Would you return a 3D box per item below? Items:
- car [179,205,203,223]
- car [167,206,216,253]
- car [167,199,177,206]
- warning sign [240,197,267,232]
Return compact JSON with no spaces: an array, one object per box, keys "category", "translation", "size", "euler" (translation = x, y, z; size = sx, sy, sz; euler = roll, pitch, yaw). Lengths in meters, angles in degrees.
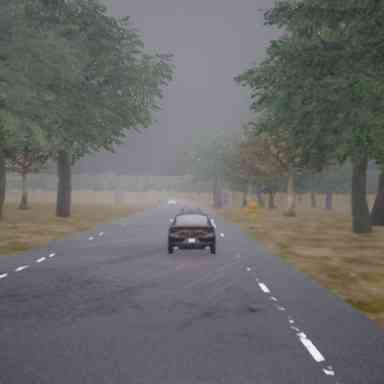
[{"category":"car","translation":[-0.103,1.888,29.138],"size":[1.895,1.301,4.718],"euler":[0,-1,0]},{"category":"car","translation":[-0.010,1.617,14.512],"size":[1.882,1.535,5.008],"euler":[0,0,0]},{"category":"car","translation":[-4.275,2.318,71.633],"size":[1.812,1.442,4.674],"euler":[0,-1,-1]},{"category":"warning sign","translation":[3.556,1.305,19.429],"size":[1.300,1.860,1.060],"euler":[3,2,0]}]
